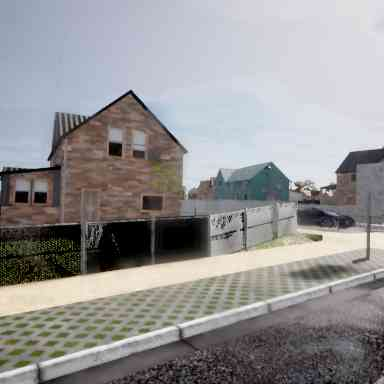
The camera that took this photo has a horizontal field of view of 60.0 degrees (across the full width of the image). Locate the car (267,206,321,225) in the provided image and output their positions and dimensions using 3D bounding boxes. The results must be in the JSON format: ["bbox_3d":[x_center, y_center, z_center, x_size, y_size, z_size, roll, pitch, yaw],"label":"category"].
[{"bbox_3d":[8.490,1.906,28.030,1.994,1.385,4.181,3,-2,-28],"label":"car"}]

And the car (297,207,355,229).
[{"bbox_3d":[8.516,1.701,22.079,1.994,1.385,4.181,3,-2,-31],"label":"car"}]
